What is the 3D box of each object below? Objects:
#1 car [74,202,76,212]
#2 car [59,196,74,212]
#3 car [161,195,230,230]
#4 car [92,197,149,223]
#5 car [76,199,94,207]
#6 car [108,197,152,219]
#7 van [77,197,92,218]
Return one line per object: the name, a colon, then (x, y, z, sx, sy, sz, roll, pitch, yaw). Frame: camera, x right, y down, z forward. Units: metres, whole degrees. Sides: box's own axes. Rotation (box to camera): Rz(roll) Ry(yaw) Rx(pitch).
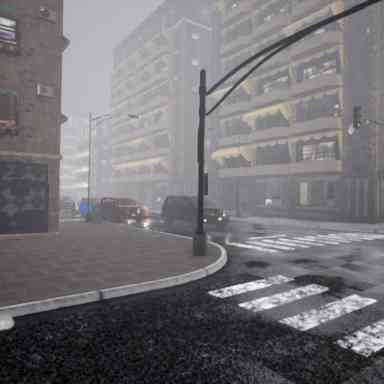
car: (-11.634, 1.659, 38.311, 1.994, 1.385, 4.181, 1, -1, -35)
car: (-15.234, 1.368, 39.094, 2.192, 1.841, 5.009, 1, -1, -35)
car: (0.045, 1.248, 21.846, 2.150, 2.045, 5.566, 1, -1, -36)
car: (-5.545, 1.309, 25.458, 2.192, 1.841, 5.009, 1, -1, -35)
car: (-18.504, 1.866, 57.290, 1.802, 1.307, 4.206, 1, -1, -35)
car: (-5.672, 1.409, 29.900, 2.097, 1.767, 4.553, 1, -1, -36)
van: (-8.775, 1.354, 30.003, 1.690, 1.788, 3.998, 1, -1, -35)
